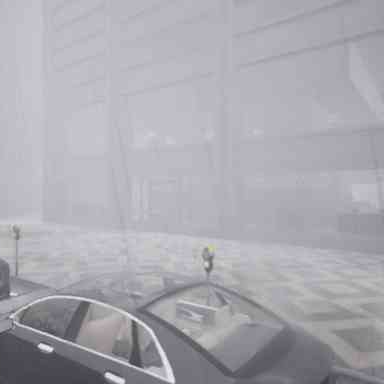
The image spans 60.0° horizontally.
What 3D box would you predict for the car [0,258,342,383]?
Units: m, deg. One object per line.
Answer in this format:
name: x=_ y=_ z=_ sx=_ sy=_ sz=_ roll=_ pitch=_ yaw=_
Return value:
car: x=-0.800 y=1.549 z=3.538 sx=4.403 sy=1.369 sz=2.008 roll=0 pitch=0 yaw=36
